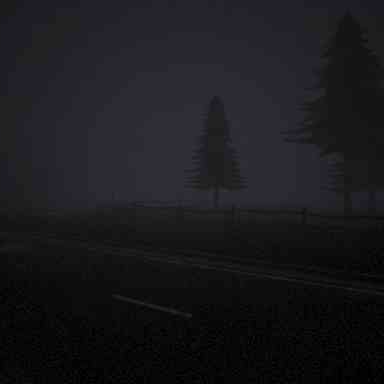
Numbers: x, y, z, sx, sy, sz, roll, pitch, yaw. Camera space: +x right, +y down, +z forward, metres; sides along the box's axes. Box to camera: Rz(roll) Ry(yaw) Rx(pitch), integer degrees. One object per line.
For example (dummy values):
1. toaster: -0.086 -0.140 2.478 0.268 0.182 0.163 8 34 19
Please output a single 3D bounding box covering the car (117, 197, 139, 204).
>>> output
1. car: -13.094 1.696 68.252 1.895 1.301 4.718 0 0 35
